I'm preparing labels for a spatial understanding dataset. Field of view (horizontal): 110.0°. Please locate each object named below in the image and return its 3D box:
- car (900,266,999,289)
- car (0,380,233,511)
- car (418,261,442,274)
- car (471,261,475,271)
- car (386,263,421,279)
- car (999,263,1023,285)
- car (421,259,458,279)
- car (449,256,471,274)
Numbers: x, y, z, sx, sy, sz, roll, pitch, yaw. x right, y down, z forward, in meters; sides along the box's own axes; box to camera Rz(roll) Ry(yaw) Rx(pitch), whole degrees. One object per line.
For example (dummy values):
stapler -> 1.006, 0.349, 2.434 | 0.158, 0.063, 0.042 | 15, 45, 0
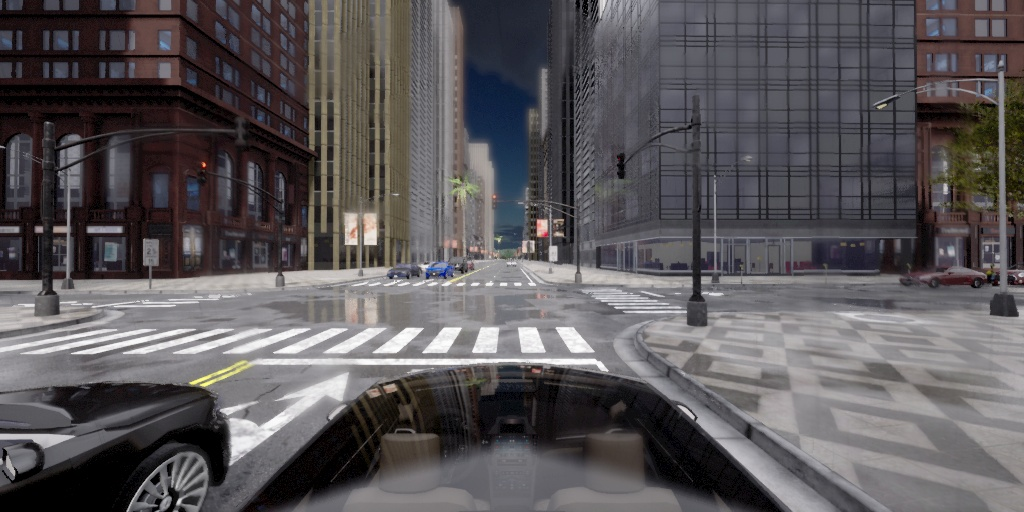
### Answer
car -> 26.426, 1.275, 21.987 | 4.207, 1.307, 1.802 | 0, 0, -1
car -> -3.137, 1.241, 0.886 | 2.128, 1.511, 4.902 | 0, 0, -1
car -> -9.933, 1.370, 43.680 | 1.812, 1.442, 4.674 | 0, 0, 0
car -> -6.681, 1.410, 53.923 | 1.812, 1.442, 4.674 | 0, 0, 0
car -> -9.878, 1.360, 33.493 | 2.033, 1.411, 5.357 | 0, 0, 3
car -> 32.064, 1.117, 22.086 | 4.097, 1.591, 1.967 | 0, 0, -1
car -> -6.658, 1.290, 33.525 | 1.882, 1.535, 5.008 | 0, 0, 2
car -> -6.678, 1.066, 43.633 | 2.150, 2.045, 5.566 | 0, 0, 0
